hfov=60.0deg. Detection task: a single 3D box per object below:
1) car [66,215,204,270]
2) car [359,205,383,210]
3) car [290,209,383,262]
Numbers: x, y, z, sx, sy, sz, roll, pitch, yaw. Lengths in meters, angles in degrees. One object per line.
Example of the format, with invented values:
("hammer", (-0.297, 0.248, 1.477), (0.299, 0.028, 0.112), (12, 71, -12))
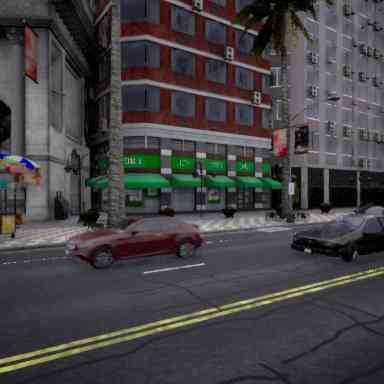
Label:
("car", (-1.750, 1.526, 11.153), (4.674, 1.442, 1.812), (0, 0, -33))
("car", (10.671, 1.481, 19.142), (5.008, 1.535, 1.882), (0, 0, -31))
("car", (6.175, 1.550, 12.210), (5.357, 1.411, 2.033), (0, 0, -28))
